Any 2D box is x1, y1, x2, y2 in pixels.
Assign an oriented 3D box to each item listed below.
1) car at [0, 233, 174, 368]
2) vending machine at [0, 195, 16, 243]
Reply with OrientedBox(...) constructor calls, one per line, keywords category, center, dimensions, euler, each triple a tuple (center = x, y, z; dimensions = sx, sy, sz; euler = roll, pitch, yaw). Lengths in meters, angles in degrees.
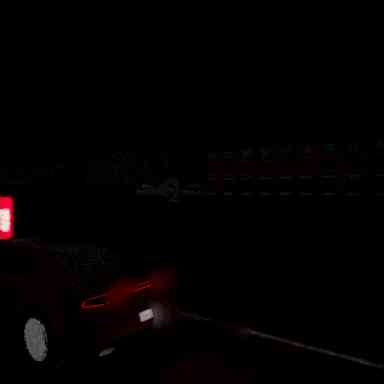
OrientedBox(category="car", center=(-2.614, 1.477, 5.845), dimensions=(5.008, 1.535, 1.882), euler=(0, 0, 36))
OrientedBox(category="vending machine", center=(-8.748, 1.195, 15.092), dimensions=(0.880, 2.100, 1.100), euler=(0, 0, 35))
